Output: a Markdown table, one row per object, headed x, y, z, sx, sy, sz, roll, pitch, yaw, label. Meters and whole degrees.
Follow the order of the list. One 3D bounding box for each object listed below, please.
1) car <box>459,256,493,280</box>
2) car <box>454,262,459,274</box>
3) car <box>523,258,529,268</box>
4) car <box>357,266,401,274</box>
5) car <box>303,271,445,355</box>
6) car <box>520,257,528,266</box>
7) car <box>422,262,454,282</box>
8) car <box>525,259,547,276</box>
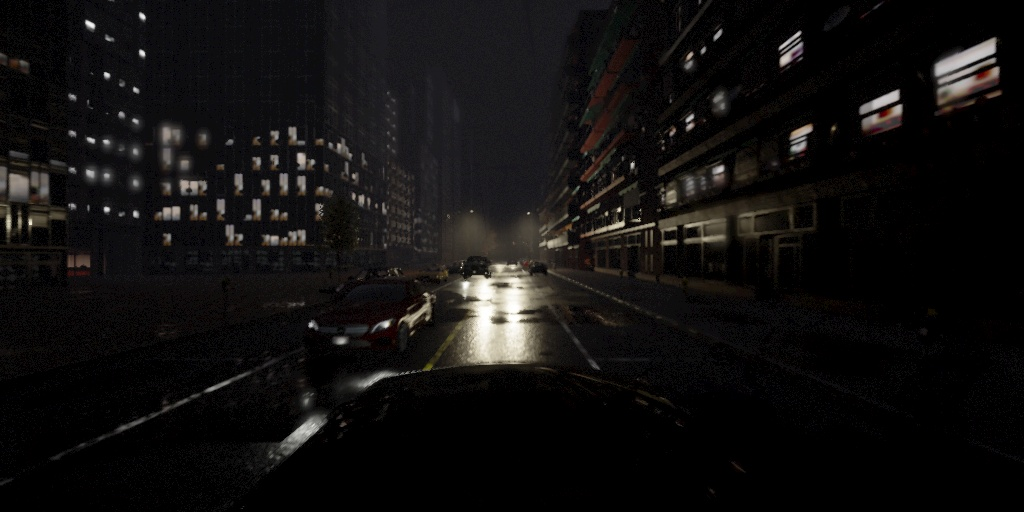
| x | y | z | sx | sy | sz | roll | pitch | yaw | label |
| --- | --- | --- | --- | --- | --- | --- | --- | --- | --- |
| -3.016 | 0.970 | 31.801 | 2.150 | 2.045 | 5.566 | 0 | 0 | 1 | car |
| -5.676 | 1.297 | 37.146 | 2.007 | 1.370 | 4.403 | 0 | 0 | 0 | car |
| 2.707 | 1.300 | 42.674 | 2.007 | 1.370 | 4.403 | 0 | 0 | 0 | car |
| -5.687 | 1.185 | 15.015 | 1.967 | 1.591 | 4.097 | 0 | 0 | 0 | car |
| -3.085 | 1.273 | 8.810 | 1.812 | 1.442 | 4.674 | 0 | 0 | 0 | car |
| 2.715 | 1.196 | 59.271 | 1.967 | 1.591 | 4.097 | 0 | 0 | 0 | car |
| -5.681 | 1.270 | 25.911 | 1.751 | 1.417 | 4.829 | 0 | 0 | 0 | car |
| 2.705 | 1.299 | 37.142 | 2.007 | 1.370 | 4.403 | 0 | 0 | 0 | car |
